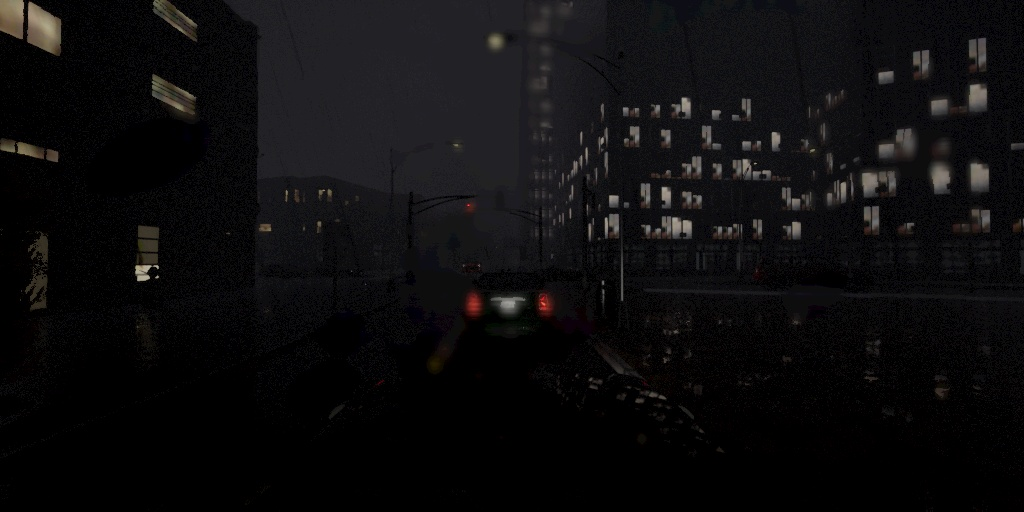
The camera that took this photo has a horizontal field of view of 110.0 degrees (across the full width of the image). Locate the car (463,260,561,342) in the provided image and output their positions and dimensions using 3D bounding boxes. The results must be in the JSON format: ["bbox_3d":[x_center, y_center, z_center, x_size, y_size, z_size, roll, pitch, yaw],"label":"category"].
[{"bbox_3d":[-0.088,1.105,9.990,2.097,1.767,4.553,0,0,-1],"label":"car"}]

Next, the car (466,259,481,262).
[{"bbox_3d":[-4.724,1.112,42.737,2.097,1.767,4.553,0,0,-5],"label":"car"}]

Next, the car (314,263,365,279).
[{"bbox_3d":[-15.784,1.287,32.829,4.892,1.490,1.837,0,-1,19],"label":"car"}]

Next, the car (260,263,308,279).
[{"bbox_3d":[-20.166,1.321,31.691,4.313,1.339,1.948,0,0,19],"label":"car"}]

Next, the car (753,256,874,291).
[{"bbox_3d":[16.022,0.930,19.378,5.009,1.841,2.192,0,0,19],"label":"car"}]

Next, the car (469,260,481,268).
[{"bbox_3d":[-6.427,1.367,62.630,1.895,1.301,4.718,0,0,-4],"label":"car"}]

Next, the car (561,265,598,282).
[{"bbox_3d":[3.866,1.317,26.195,4.718,1.301,1.895,-1,-1,18],"label":"car"}]
